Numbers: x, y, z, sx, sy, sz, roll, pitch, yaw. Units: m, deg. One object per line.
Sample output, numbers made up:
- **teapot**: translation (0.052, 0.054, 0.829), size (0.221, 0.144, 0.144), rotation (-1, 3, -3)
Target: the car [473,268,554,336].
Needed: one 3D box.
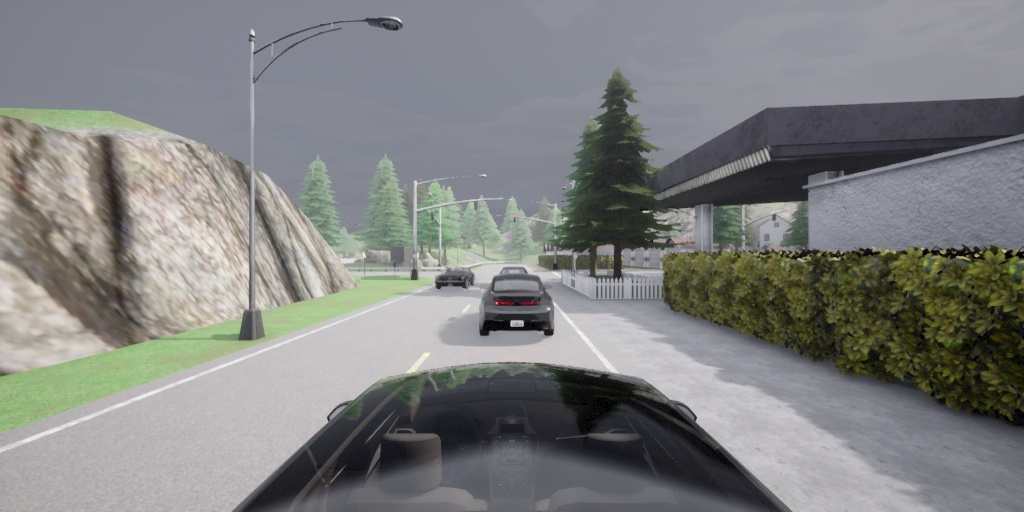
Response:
- **car**: translation (0.117, 1.254, 10.376), size (1.837, 1.490, 4.892), rotation (0, 0, 0)

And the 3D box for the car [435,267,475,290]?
- **car**: translation (-3.486, 1.349, 22.506), size (1.895, 1.301, 4.718), rotation (0, 0, 1)
